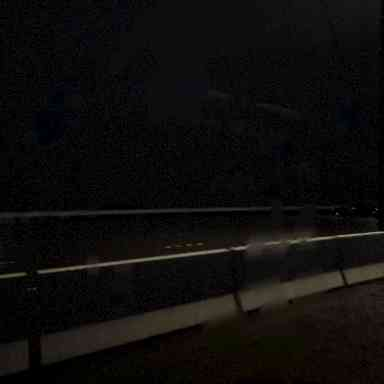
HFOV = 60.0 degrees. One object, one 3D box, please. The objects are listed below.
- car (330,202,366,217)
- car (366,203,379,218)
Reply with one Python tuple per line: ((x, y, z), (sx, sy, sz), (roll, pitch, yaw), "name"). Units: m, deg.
((16.362, 1.734, 33.079), (5.357, 1.411, 2.033), (0, 0, -24), "car")
((18.946, 1.743, 30.412), (5.357, 1.411, 2.033), (0, 0, -24), "car")
